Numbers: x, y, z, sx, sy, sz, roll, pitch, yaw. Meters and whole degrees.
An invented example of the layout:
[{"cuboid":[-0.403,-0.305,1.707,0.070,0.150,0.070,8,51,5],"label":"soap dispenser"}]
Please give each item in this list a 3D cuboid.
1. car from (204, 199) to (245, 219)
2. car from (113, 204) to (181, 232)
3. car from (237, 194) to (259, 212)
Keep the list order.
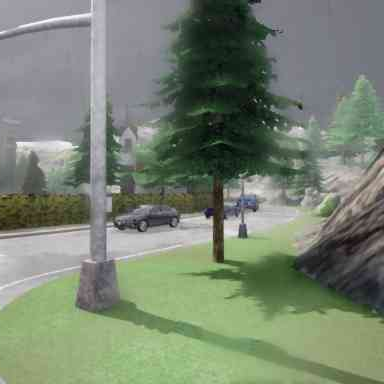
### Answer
[{"cuboid":[2.750,1.601,29.104,1.895,1.301,4.718,0,0,26],"label":"car"},{"cuboid":[-2.627,1.505,20.316,1.837,1.490,4.892,0,0,35],"label":"car"},{"cuboid":[6.550,1.221,38.782,2.150,2.045,5.566,0,0,16],"label":"car"}]
